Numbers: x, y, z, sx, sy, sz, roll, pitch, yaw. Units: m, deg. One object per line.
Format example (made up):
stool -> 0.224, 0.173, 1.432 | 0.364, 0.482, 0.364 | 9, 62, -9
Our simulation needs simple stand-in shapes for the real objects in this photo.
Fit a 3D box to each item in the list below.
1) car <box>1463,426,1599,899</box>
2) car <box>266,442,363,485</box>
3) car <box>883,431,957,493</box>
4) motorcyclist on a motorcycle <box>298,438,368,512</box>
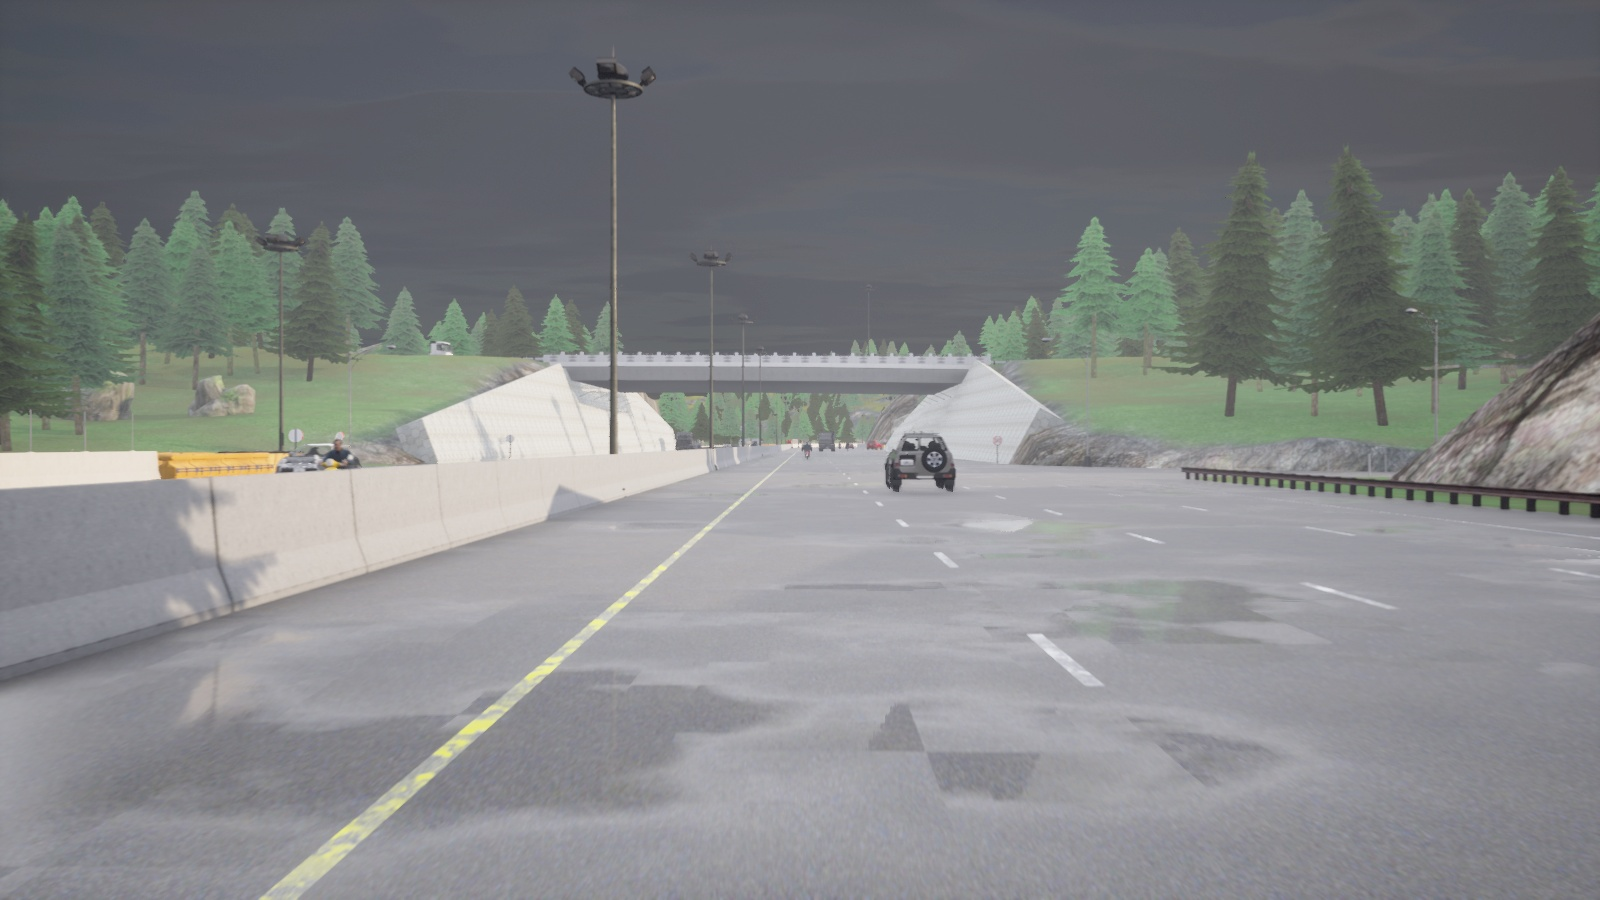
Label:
car -> 3.528, 0.693, 2.235 | 2.128, 1.511, 4.902 | 0, 0, 0
car -> -17.230, 0.445, 44.778 | 1.970, 1.475, 3.806 | 0, 0, 0
car -> 3.742, 0.341, 39.854 | 1.932, 1.855, 4.605 | 0, 0, 0
motorcyclist on a motorcycle -> -10.327, 0.535, 27.823 | 0.866, 1.590, 1.817 | 0, 0, 0
